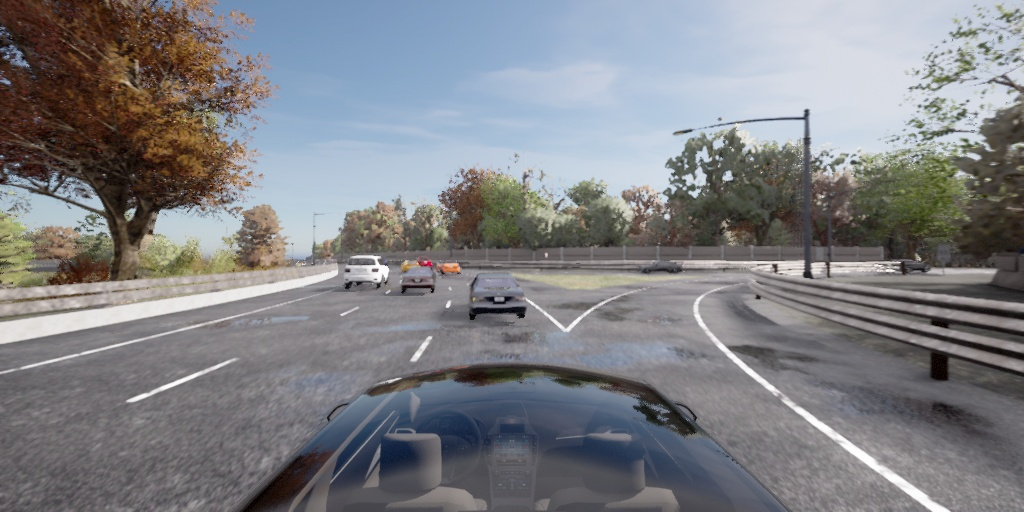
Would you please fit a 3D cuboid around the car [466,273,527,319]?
[{"bbox_3d":[-0.656,1.311,12.964,2.033,1.411,5.357,0,0,-6],"label":"car"}]

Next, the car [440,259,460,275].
[{"bbox_3d":[-7.318,1.166,40.542,2.097,1.767,4.553,0,0,-21],"label":"car"}]

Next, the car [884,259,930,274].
[{"bbox_3d":[42.964,1.121,39.010,4.902,1.511,2.128,0,0,-15],"label":"car"}]

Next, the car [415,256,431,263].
[{"bbox_3d":[-14.060,1.074,55.332,2.150,2.045,5.566,0,0,-29],"label":"car"}]

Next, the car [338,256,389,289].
[{"bbox_3d":[-9.607,1.028,23.998,2.150,2.045,5.566,0,0,-13],"label":"car"}]

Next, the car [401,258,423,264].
[{"bbox_3d":[-12.784,1.316,44.954,1.882,1.535,5.008,0,0,-23],"label":"car"}]

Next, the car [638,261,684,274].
[{"bbox_3d":[16.269,1.268,39.383,4.674,1.442,1.812,0,0,7],"label":"car"}]

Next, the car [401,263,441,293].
[{"bbox_3d":[-5.441,1.336,21.311,2.033,1.411,5.357,0,0,-11],"label":"car"}]

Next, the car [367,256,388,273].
[{"bbox_3d":[-18.152,1.082,48.241,2.150,2.045,5.566,0,0,-26],"label":"car"}]
